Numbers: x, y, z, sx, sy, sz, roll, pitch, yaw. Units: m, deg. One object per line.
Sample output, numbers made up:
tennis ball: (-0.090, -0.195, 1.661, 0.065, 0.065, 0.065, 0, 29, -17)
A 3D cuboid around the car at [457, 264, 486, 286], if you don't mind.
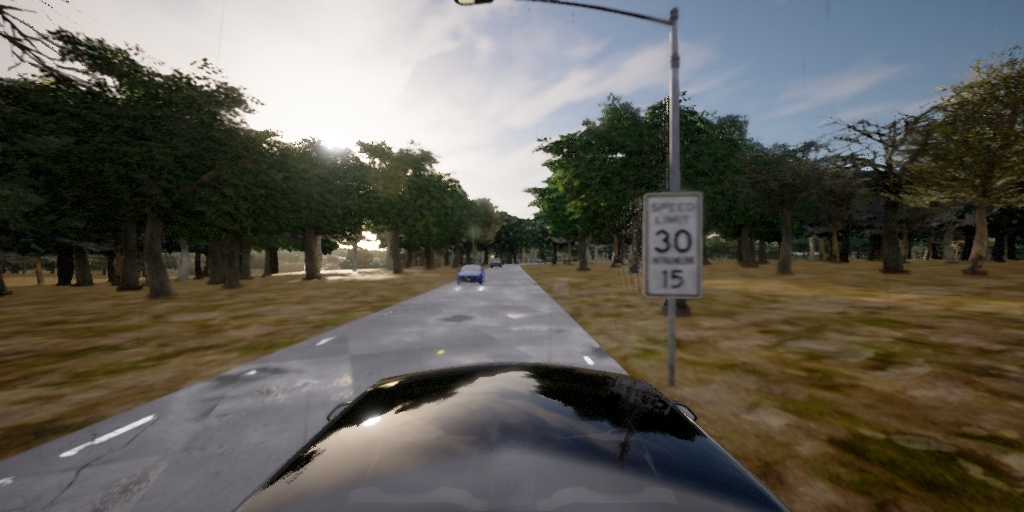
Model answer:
car: (-3.109, 1.422, 28.052, 1.882, 1.535, 5.008, 0, 0, 0)
